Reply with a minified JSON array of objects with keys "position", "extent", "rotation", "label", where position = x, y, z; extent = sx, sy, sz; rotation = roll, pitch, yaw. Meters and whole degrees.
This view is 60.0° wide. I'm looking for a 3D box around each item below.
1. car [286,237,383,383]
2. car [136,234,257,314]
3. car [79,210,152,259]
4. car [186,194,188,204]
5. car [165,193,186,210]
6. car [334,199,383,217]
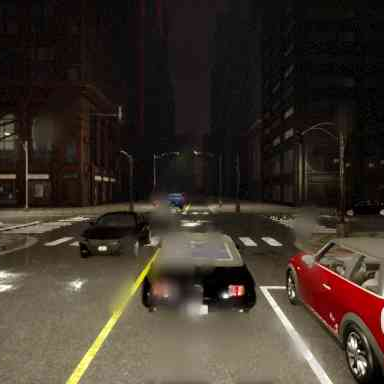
[{"position":[2.870,1.440,5.349],"extent":[1.967,1.590,4.097],"rotation":[0,0,1],"label":"car"},{"position":[0.152,1.600,7.555],"extent":[1.895,1.301,4.718],"rotation":[0,0,1],"label":"car"},{"position":[-2.754,1.493,12.890],"extent":[1.882,1.535,5.008],"rotation":[0,0,1],"label":"car"},{"position":[-1.908,1.257,65.429],"extent":[2.150,2.045,5.566],"rotation":[0,0,1],"label":"car"},{"position":[-2.265,1.226,43.484],"extent":[2.150,2.045,5.566],"rotation":[0,1,1],"label":"car"},{"position":[15.345,1.435,29.988],"extent":[4.892,1.490,1.837],"rotation":[-1,0,1],"label":"car"}]
